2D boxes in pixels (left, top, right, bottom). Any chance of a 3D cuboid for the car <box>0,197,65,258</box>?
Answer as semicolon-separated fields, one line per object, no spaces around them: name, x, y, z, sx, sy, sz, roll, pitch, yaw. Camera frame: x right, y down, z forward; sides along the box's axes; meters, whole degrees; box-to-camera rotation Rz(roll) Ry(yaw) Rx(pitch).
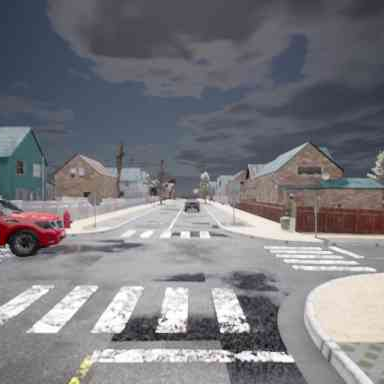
car;-7.425;1.112;11.616;5.566;2.045;2.150;1;-1;-11

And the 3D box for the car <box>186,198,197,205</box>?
car;-0.111;1.887;65.863;1.994;1.385;4.181;0;0;0

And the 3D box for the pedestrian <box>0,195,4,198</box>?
pedestrian;-9.657;1.075;16.807;0.375;1.860;0.375;0;-2;0

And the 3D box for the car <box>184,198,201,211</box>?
car;0.026;1.684;43.202;1.837;1.490;4.892;0;0;0
